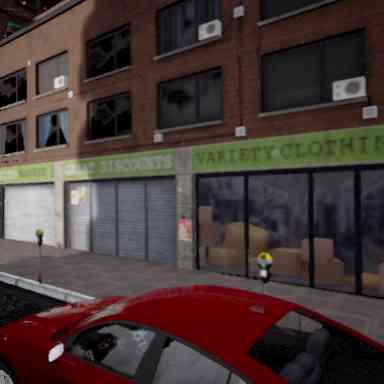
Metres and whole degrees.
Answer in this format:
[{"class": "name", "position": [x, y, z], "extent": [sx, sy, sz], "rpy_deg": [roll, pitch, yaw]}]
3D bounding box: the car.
[{"class": "car", "position": [-0.103, 1.552, 2.958], "extent": [4.507, 1.381, 1.887], "rpy_deg": [0, -1, 36]}]
